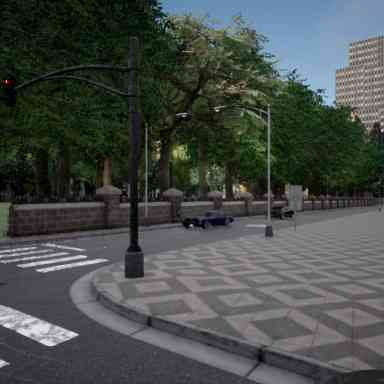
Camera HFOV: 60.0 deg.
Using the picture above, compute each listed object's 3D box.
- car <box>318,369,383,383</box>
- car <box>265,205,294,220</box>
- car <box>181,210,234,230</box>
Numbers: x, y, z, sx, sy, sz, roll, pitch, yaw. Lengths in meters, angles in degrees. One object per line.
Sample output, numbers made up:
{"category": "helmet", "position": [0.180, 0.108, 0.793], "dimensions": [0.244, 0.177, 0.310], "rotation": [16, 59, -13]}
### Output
{"category": "car", "position": [2.518, 1.551, 1.167], "dimensions": [4.403, 1.369, 2.008], "rotation": [0, 0, 36]}
{"category": "car", "position": [9.803, 2.249, 37.032], "dimensions": [1.882, 1.535, 5.008], "rotation": [0, -1, 35]}
{"category": "car", "position": [1.232, 2.062, 24.912], "dimensions": [1.895, 1.301, 4.718], "rotation": [0, -1, 35]}
